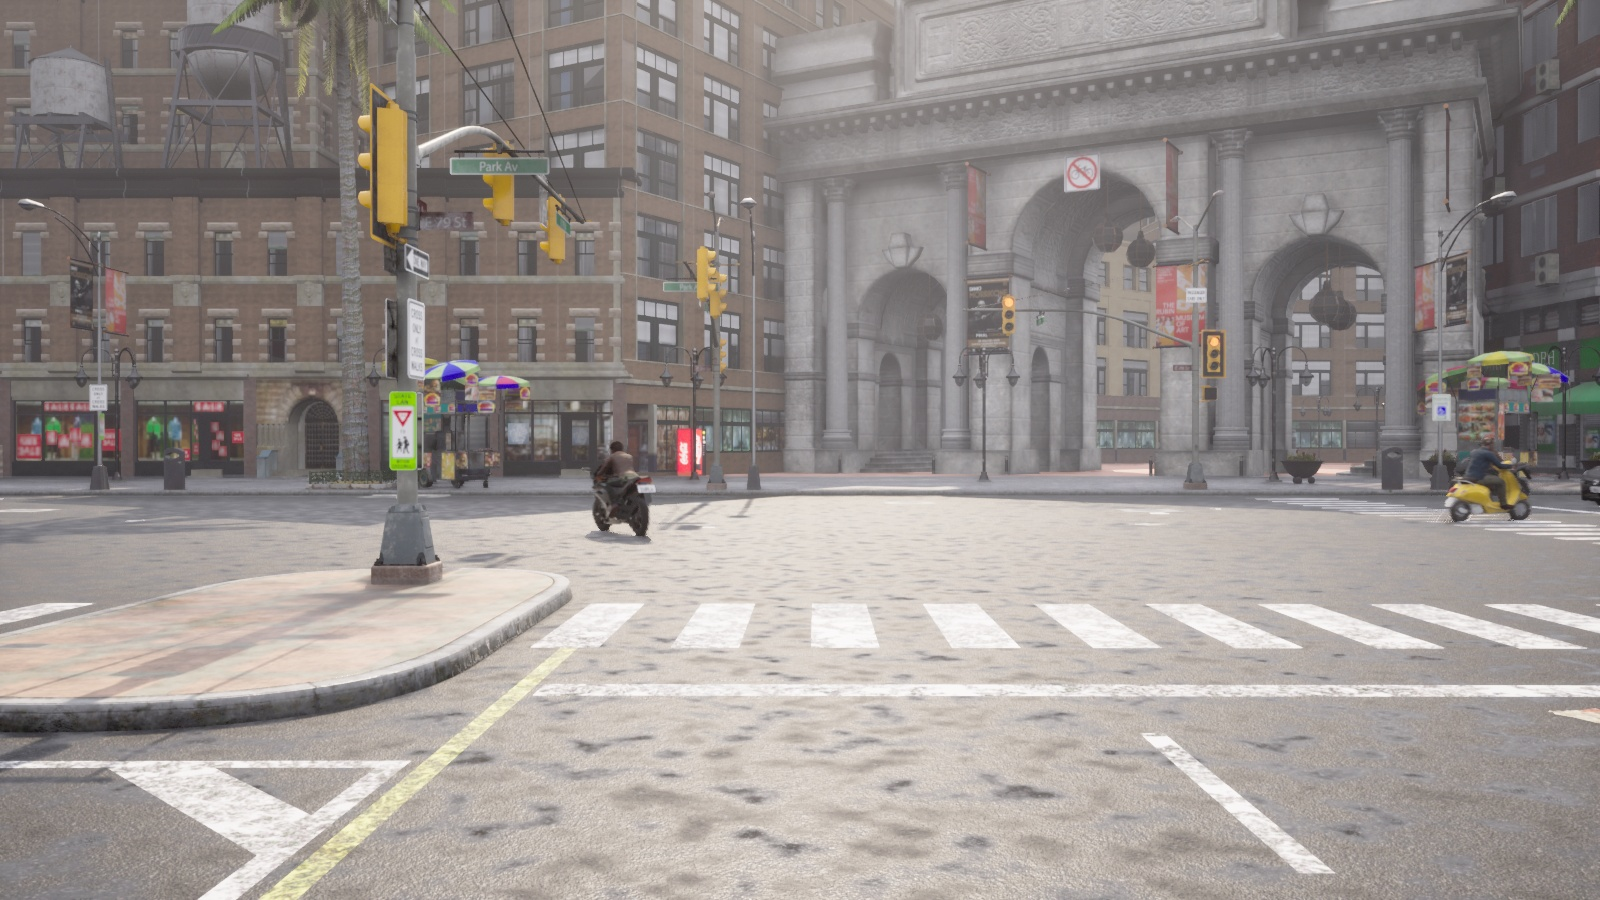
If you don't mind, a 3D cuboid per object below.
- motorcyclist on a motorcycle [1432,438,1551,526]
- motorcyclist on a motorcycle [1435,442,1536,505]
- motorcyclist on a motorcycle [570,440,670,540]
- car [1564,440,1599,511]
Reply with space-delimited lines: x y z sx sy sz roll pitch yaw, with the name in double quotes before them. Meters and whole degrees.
"motorcyclist on a motorcycle" 12.959 0.577 23.551 1.817 1.590 0.866 0 2 -13
"motorcyclist on a motorcycle" 16.905 0.567 30.986 2.044 1.523 0.797 0 0 1
"motorcyclist on a motorcycle" -2.949 0.611 20.407 0.797 1.523 2.044 -1 1 -33
"car" 19.567 0.554 27.454 4.514 1.525 2.007 0 0 1
